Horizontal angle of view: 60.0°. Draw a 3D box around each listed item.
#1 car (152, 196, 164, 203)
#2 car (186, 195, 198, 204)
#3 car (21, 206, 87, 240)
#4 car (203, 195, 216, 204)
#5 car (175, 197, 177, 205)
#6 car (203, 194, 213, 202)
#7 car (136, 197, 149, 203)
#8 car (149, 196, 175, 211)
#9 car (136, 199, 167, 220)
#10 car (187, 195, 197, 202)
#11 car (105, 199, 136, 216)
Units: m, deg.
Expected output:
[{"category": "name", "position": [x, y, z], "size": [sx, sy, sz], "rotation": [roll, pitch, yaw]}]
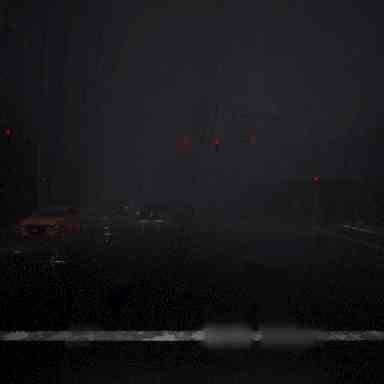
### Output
[{"category": "car", "position": [-6.996, 1.547, 68.766], "size": [2.033, 1.411, 5.357], "rotation": [0, 0, 0]}, {"category": "car", "position": [0.005, 1.505, 63.727], "size": [1.837, 1.490, 4.892], "rotation": [0, 0, 0]}, {"category": "car", "position": [-7.101, 1.510, 17.575], "size": [1.882, 1.535, 5.008], "rotation": [0, 0, 0]}, {"category": "car", "position": [3.610, 1.547, 64.194], "size": [2.033, 1.411, 5.357], "rotation": [0, 0, 0]}, {"category": "car", "position": [-3.575, 1.548, 59.214], "size": [2.033, 1.411, 5.357], "rotation": [0, 0, 0]}, {"category": "car", "position": [3.508, 1.355, 74.416], "size": [2.097, 1.767, 4.553], "rotation": [0, 0, 0]}, {"category": "car", "position": [-7.093, 1.493, 48.857], "size": [2.128, 1.511, 4.902], "rotation": [0, 0, 0]}, {"category": "car", "position": [-3.597, 1.491, 40.366], "size": [2.128, 1.511, 4.902], "rotation": [0, 0, 0]}, {"category": "car", "position": [-3.348, 1.570, 28.148], "size": [1.994, 1.385, 4.181], "rotation": [0, 0, -5]}, {"category": "car", "position": [0.005, 1.413, 73.837], "size": [1.994, 1.385, 4.181], "rotation": [0, 0, 0]}, {"category": "car", "position": [-7.098, 1.505, 32.577], "size": [1.837, 1.490, 4.892], "rotation": [0, 0, 0]}]
